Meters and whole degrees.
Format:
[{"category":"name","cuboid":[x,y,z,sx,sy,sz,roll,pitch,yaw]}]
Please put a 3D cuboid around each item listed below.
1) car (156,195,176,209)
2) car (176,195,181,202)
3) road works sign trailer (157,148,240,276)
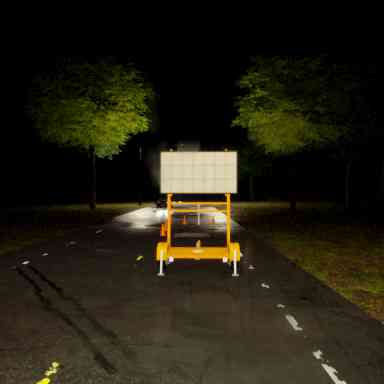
[{"category":"car","cuboid":[-3.649,1.502,44.018,2.128,1.511,4.902,0,0,0]},{"category":"car","cuboid":[-3.683,1.585,82.341,1.837,1.490,4.892,0,-1,-1]},{"category":"road works sign trailer","cuboid":[0.209,0.459,10.337,2.380,3.560,2.880,0,0,2]}]
